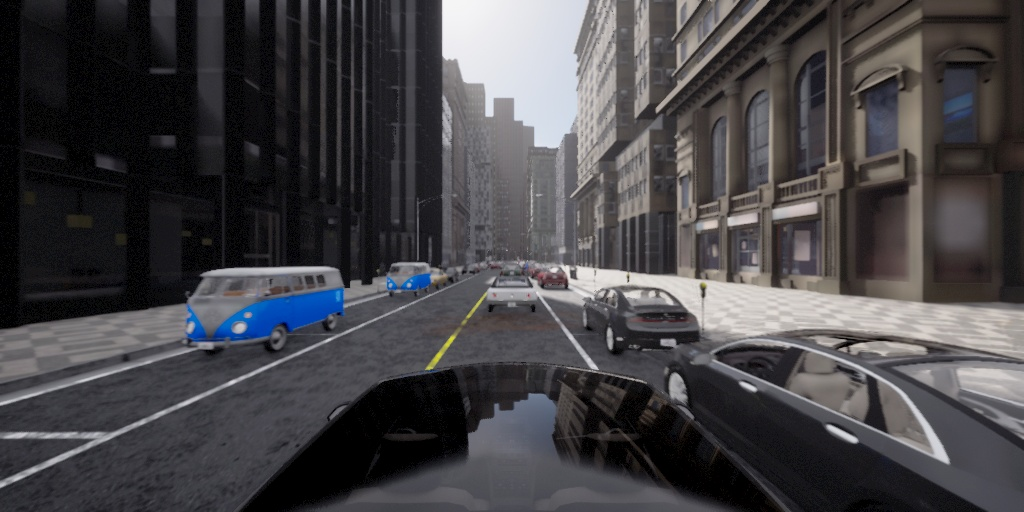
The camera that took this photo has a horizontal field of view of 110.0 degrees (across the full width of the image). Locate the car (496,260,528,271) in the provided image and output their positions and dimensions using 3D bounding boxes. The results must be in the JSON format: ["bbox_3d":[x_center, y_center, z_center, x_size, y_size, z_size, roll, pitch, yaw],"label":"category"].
[{"bbox_3d":[0.010,1.379,30.266,2.097,1.767,4.553,0,-1,0],"label":"car"}]

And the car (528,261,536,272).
[{"bbox_3d":[2.842,1.534,36.987,1.967,1.591,4.097,0,0,0],"label":"car"}]

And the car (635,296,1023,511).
[{"bbox_3d":[2.857,1.314,3.097,2.007,1.370,4.403,0,0,0],"label":"car"}]

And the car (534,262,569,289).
[{"bbox_3d":[2.847,1.423,25.690,1.967,1.591,4.097,0,0,0],"label":"car"}]

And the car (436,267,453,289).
[{"bbox_3d":[-5.678,1.508,25.511,1.751,1.417,4.829,0,0,0],"label":"car"}]

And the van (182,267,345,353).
[{"bbox_3d":[-5.671,1.159,8.735,1.690,1.789,3.998,0,0,0],"label":"van"}]

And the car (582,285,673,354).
[{"bbox_3d":[2.854,1.369,8.746,2.007,1.370,4.403,0,0,0],"label":"car"}]

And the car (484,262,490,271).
[{"bbox_3d":[-5.695,1.926,65.220,2.007,1.370,4.403,0,0,0],"label":"car"}]

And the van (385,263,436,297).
[{"bbox_3d":[-5.676,1.268,20.033,1.690,1.789,3.998,0,0,0],"label":"van"}]

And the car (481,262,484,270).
[{"bbox_3d":[-5.690,1.807,53.923,1.888,1.381,4.507,0,0,0],"label":"car"}]

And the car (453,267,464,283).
[{"bbox_3d":[-5.681,1.604,31.330,1.948,1.339,4.313,0,0,0],"label":"car"}]

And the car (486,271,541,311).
[{"bbox_3d":[0.012,1.481,15.092,1.895,1.301,4.718,0,-1,0],"label":"car"}]

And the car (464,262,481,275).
[{"bbox_3d":[-5.688,1.772,48.275,1.948,1.339,4.313,0,0,0],"label":"car"}]
